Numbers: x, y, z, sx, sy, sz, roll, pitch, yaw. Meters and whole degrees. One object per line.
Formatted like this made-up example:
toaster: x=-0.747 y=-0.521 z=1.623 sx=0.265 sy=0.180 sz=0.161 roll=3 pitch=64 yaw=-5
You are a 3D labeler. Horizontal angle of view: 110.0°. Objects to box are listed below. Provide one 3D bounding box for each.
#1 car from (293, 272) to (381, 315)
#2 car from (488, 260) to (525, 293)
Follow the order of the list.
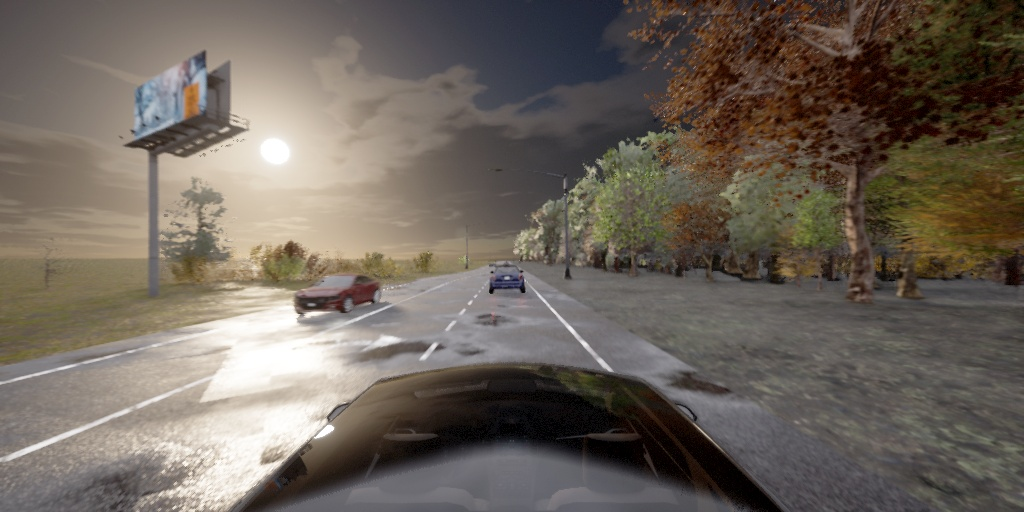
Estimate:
car: x=-7.207 y=1.493 z=15.300 sx=1.882 sy=1.535 sz=5.008 roll=-1 pitch=-1 yaw=-1
car: x=-0.321 y=1.336 z=23.014 sx=2.097 sy=1.767 sz=4.553 roll=-1 pitch=-1 yaw=-1
